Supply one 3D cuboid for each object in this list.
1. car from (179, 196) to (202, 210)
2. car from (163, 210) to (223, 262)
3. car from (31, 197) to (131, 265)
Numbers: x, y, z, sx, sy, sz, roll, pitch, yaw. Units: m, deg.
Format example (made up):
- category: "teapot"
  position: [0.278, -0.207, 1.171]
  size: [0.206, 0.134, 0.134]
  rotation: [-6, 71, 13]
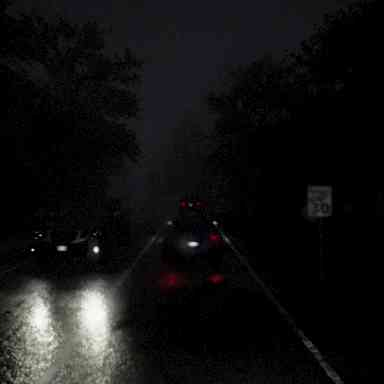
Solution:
- category: "car"
  position: [-0.130, 1.422, 34.559]
  size: [2.150, 2.045, 5.566]
  rotation: [0, -2, 0]
- category: "car"
  position: [0.016, 1.567, 12.189]
  size: [1.994, 1.385, 4.181]
  rotation: [0, 0, 0]
- category: "car"
  position: [-3.675, 1.225, 12.119]
  size: [2.150, 2.045, 5.566]
  rotation: [0, 0, 0]
